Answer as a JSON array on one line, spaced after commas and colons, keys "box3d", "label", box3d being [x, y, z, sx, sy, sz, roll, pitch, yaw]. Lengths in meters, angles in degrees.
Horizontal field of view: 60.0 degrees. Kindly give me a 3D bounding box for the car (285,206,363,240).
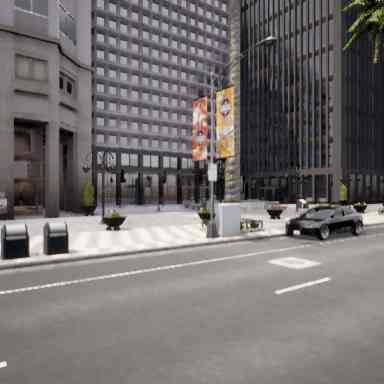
[{"box3d": [6.826, 1.492, 16.956, 4.786, 1.482, 2.161, 0, 0, -36], "label": "car"}]
